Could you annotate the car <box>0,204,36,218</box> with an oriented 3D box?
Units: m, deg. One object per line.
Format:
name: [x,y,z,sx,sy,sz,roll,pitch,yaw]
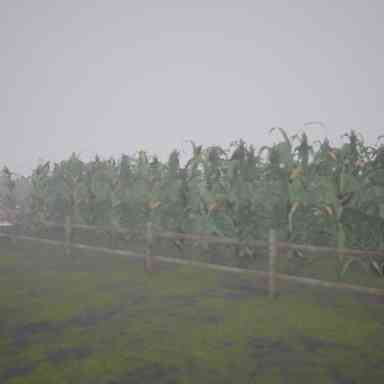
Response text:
car: [-14.730,1.707,28.790,1.994,1.385,4.181,-1,-1,36]
